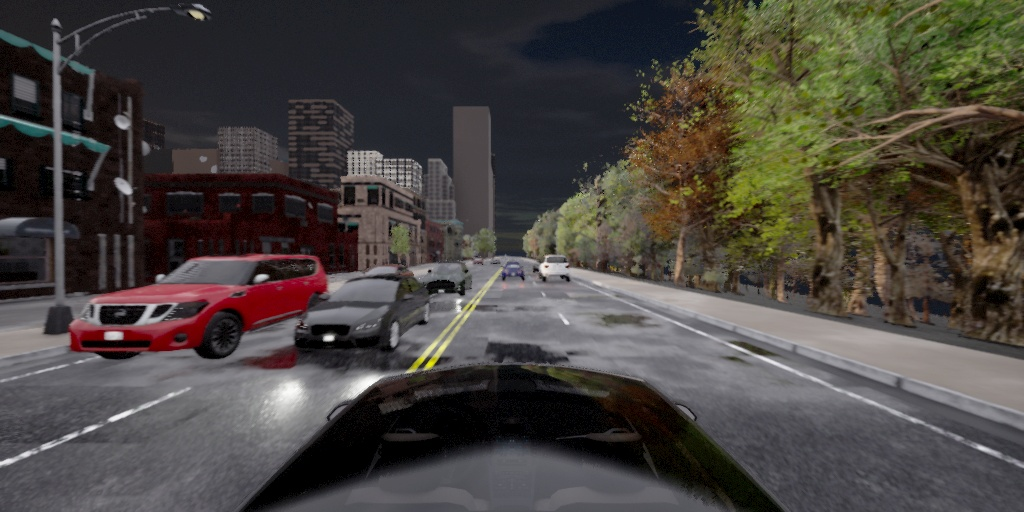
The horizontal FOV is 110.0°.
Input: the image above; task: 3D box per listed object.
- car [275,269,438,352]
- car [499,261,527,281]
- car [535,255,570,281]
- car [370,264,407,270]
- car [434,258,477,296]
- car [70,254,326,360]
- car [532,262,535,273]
[{"bbox_3d":[-3.348,1.246,8.977,1.837,1.490,4.892,0,0,0],"label":"car"},{"bbox_3d":[0.109,1.239,29.970,1.812,1.442,4.674,0,0,0],"label":"car"},{"bbox_3d":[3.362,0.937,29.137,2.150,2.045,5.566,0,0,0],"label":"car"},{"bbox_3d":[-6.583,1.206,18.892,1.882,1.535,5.008,0,0,0],"label":"car"},{"bbox_3d":[-3.332,1.080,19.214,2.097,1.767,4.553,0,0,0],"label":"car"},{"bbox_3d":[-6.600,0.963,8.690,2.150,2.045,5.566,0,0,0],"label":"car"},{"bbox_3d":[3.291,1.297,42.102,1.895,1.301,4.718,0,0,1],"label":"car"}]
